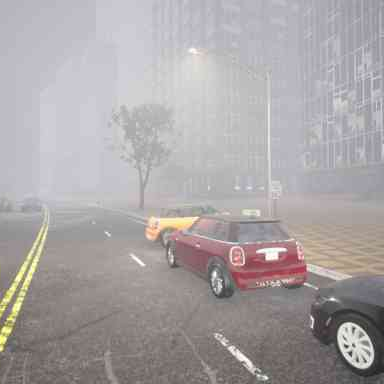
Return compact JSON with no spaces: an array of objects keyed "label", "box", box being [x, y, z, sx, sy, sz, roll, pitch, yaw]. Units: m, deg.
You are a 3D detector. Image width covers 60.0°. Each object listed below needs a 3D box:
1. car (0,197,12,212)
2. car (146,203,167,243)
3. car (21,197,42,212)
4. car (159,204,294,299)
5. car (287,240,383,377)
[{"label":"car","box":[-21.900,1.390,38.041,2.097,1.767,4.553,0,0,-24]},{"label":"car","box":[0.322,1.276,14.512,4.553,1.767,2.097,-3,1,-18]},{"label":"car","box":[-18.934,1.393,39.370,2.097,1.767,4.553,0,0,-24]},{"label":"car","box":[0.856,1.355,8.879,2.097,1.767,4.553,0,0,-22]},{"label":"car","box":[3.605,1.505,3.415,1.837,1.490,4.892,0,0,-36]}]
